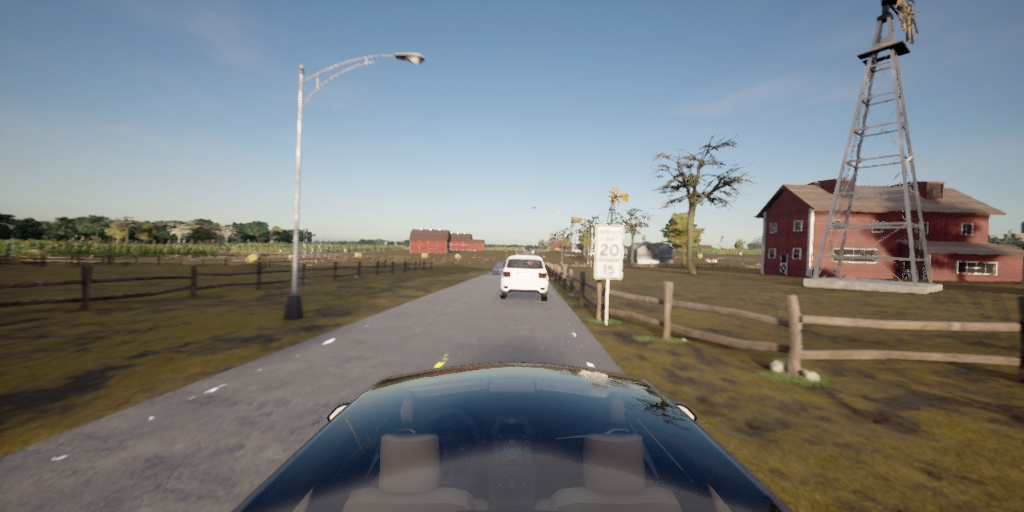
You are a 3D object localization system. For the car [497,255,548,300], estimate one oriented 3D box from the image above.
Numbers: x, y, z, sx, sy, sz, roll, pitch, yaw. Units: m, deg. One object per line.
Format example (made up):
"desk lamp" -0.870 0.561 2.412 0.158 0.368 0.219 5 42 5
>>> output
"car" 0.659 1.009 18.224 2.150 2.045 5.566 2 0 3

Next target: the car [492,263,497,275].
"car" -1.093 1.401 40.092 2.033 1.411 5.357 2 0 3
